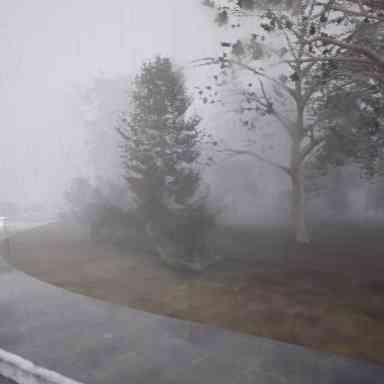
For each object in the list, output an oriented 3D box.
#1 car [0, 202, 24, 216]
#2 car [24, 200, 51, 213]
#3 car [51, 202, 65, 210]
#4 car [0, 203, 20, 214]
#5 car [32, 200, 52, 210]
[{"bbox_3d":[-20.038,1.807,35.479,1.837,1.490,4.892,0,-1,-8],"label":"car"},{"bbox_3d":[-21.524,2.132,45.651,2.033,1.411,5.357,0,-2,-8],"label":"car"},{"bbox_3d":[-23.333,2.431,57.732,1.837,1.490,4.892,0,-2,-9],"label":"car"},{"bbox_3d":[-24.946,2.196,44.667,1.895,1.301,4.718,0,-2,-8],"label":"car"},{"bbox_3d":[-27.361,2.403,60.760,2.097,1.767,4.553,0,-2,-9],"label":"car"}]
